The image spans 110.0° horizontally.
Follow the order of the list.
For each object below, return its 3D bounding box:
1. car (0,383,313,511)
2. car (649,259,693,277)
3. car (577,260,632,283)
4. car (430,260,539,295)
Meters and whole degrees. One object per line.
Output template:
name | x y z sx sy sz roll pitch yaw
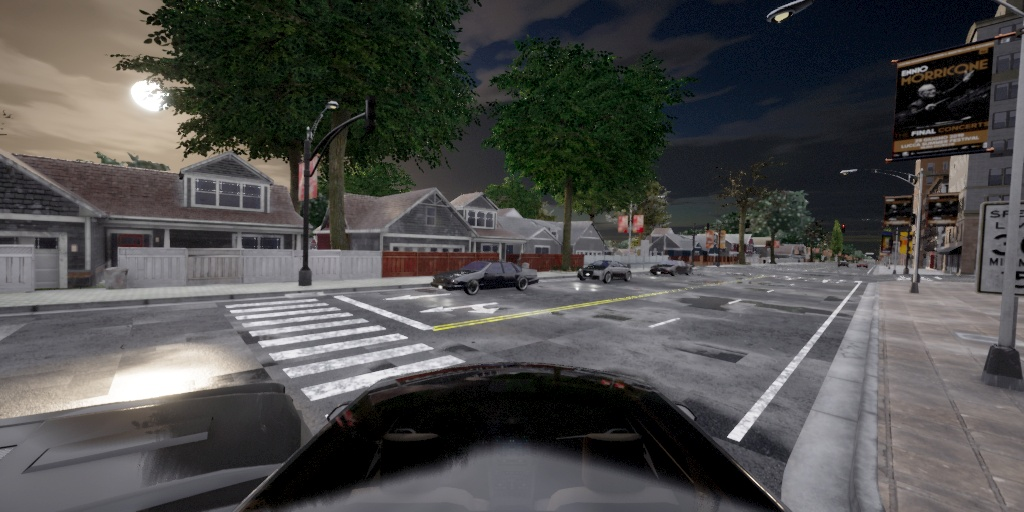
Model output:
car | -3.305 1.295 1.217 4.718 1.301 1.895 1 2 -34
car | 13.920 1.010 31.122 5.357 1.411 2.033 0 2 -44
car | 6.117 0.969 23.545 4.181 1.385 1.994 0 2 -44
car | -1.030 0.902 16.578 5.357 1.411 2.033 0 2 -44
